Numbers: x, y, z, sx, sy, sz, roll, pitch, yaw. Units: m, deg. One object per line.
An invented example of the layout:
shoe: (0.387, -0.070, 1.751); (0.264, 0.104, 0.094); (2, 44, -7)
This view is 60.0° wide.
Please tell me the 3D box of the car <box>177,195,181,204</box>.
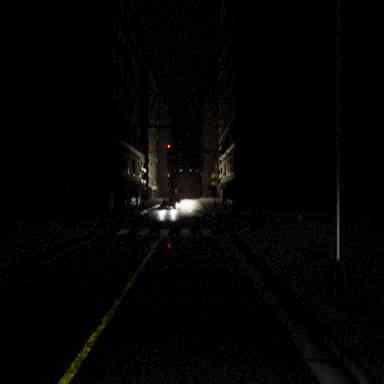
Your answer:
car: (-3.050, 1.322, 60.337); (2.128, 1.511, 4.902); (0, 0, 0)

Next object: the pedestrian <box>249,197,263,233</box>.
pedestrian: (3.208, 1.089, 16.604); (0.375, 1.860, 0.375); (0, 0, 0)

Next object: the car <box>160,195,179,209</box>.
car: (-3.091, 1.476, 43.400); (1.895, 1.301, 4.718); (0, 0, 0)

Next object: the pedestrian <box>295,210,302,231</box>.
pedestrian: (5.576, 1.454, 17.204); (0.500, 1.100, 0.500); (0, 0, 0)

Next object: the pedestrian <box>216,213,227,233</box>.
pedestrian: (1.569, 1.240, 17.804); (0.375, 1.860, 0.375); (0, 0, 0)
